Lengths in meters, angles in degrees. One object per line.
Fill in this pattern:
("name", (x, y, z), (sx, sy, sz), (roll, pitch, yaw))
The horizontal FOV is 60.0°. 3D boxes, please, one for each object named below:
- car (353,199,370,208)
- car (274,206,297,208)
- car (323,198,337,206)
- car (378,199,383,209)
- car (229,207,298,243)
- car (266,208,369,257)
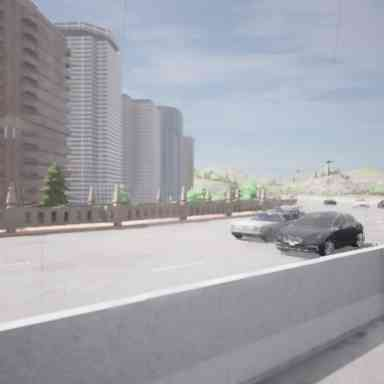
("car", (25.856, 1.735, 50.889), (1.812, 1.442, 4.674), (0, 0, 20))
("car", (6.789, 1.710, 24.956), (1.895, 1.301, 4.718), (0, 0, 40))
("car", (25.400, 1.847, 61.171), (1.895, 1.301, 4.718), (0, 0, 14))
("car", (29.173, 1.764, 49.697), (1.994, 1.385, 4.181), (0, 0, 20))
("car", (3.986, 1.675, 16.853), (4.718, 1.301, 1.895), (0, 0, -45))
("car", (5.229, 1.562, 13.242), (4.892, 1.490, 1.837), (0, 0, -44))
